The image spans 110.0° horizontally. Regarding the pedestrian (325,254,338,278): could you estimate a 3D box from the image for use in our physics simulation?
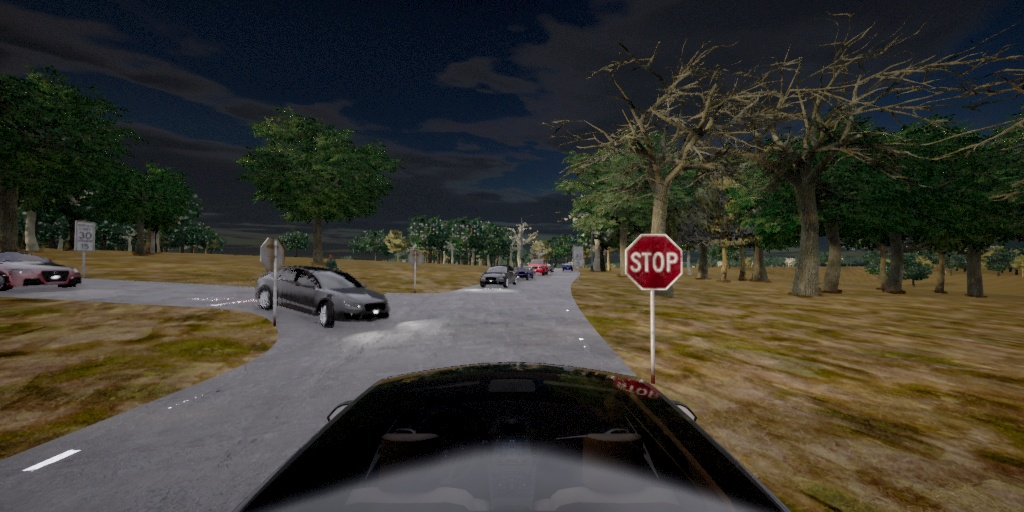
[{"bbox_3d":[-9.810,0.788,19.359,0.375,1.860,0.375,0,-4,3],"label":"pedestrian"}]

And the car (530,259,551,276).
[{"bbox_3d":[3.283,1.418,45.453,2.150,2.045,5.566,0,-1,12],"label":"car"}]

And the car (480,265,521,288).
[{"bbox_3d":[-0.879,1.419,25.867,1.837,1.490,4.892,0,-1,12],"label":"car"}]

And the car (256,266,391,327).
[{"bbox_3d":[-5.987,1.144,11.313,4.892,1.490,1.837,5,-3,27],"label":"car"}]

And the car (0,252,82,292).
[{"bbox_3d":[-18.968,0.528,13.439,4.181,1.385,1.994,2,-1,3],"label":"car"}]

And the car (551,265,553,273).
[{"bbox_3d":[5.444,1.891,56.124,1.812,1.442,4.674,0,-1,11],"label":"car"}]

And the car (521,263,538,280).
[{"bbox_3d":[1.025,1.647,35.211,1.895,1.301,4.718,0,-1,13],"label":"car"}]
